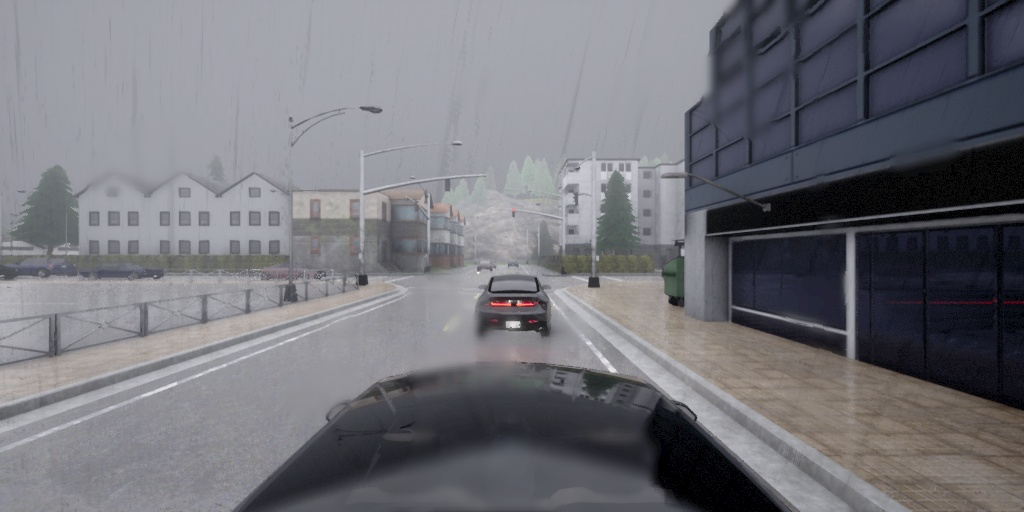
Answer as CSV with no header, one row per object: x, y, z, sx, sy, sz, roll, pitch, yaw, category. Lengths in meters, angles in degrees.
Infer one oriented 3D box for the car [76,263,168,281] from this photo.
-28.469,1.167,26.461,4.718,1.301,1.895,0,0,0,car

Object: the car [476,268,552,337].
0.069,1.252,10.258,1.837,1.490,4.892,0,0,1,car

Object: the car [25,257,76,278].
-39.834,0.917,30.204,4.553,1.767,2.097,0,0,0,car

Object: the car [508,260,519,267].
0.194,1.332,64.204,1.895,1.301,4.718,0,0,0,car

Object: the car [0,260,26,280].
-39.792,1.167,26.547,4.718,1.301,1.895,0,0,1,car

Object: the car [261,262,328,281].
-15.964,1.130,26.405,4.181,1.385,1.994,0,0,0,car

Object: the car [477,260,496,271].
-3.520,1.262,47.660,1.812,1.442,4.674,0,0,0,car
